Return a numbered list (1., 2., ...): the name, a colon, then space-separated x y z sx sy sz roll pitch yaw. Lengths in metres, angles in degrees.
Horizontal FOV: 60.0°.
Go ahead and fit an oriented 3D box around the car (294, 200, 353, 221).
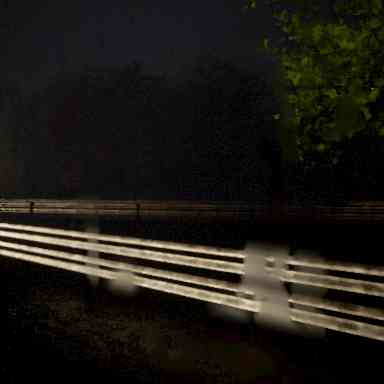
1. car: 10.810 1.416 27.566 4.553 1.767 2.097 0 0 14
